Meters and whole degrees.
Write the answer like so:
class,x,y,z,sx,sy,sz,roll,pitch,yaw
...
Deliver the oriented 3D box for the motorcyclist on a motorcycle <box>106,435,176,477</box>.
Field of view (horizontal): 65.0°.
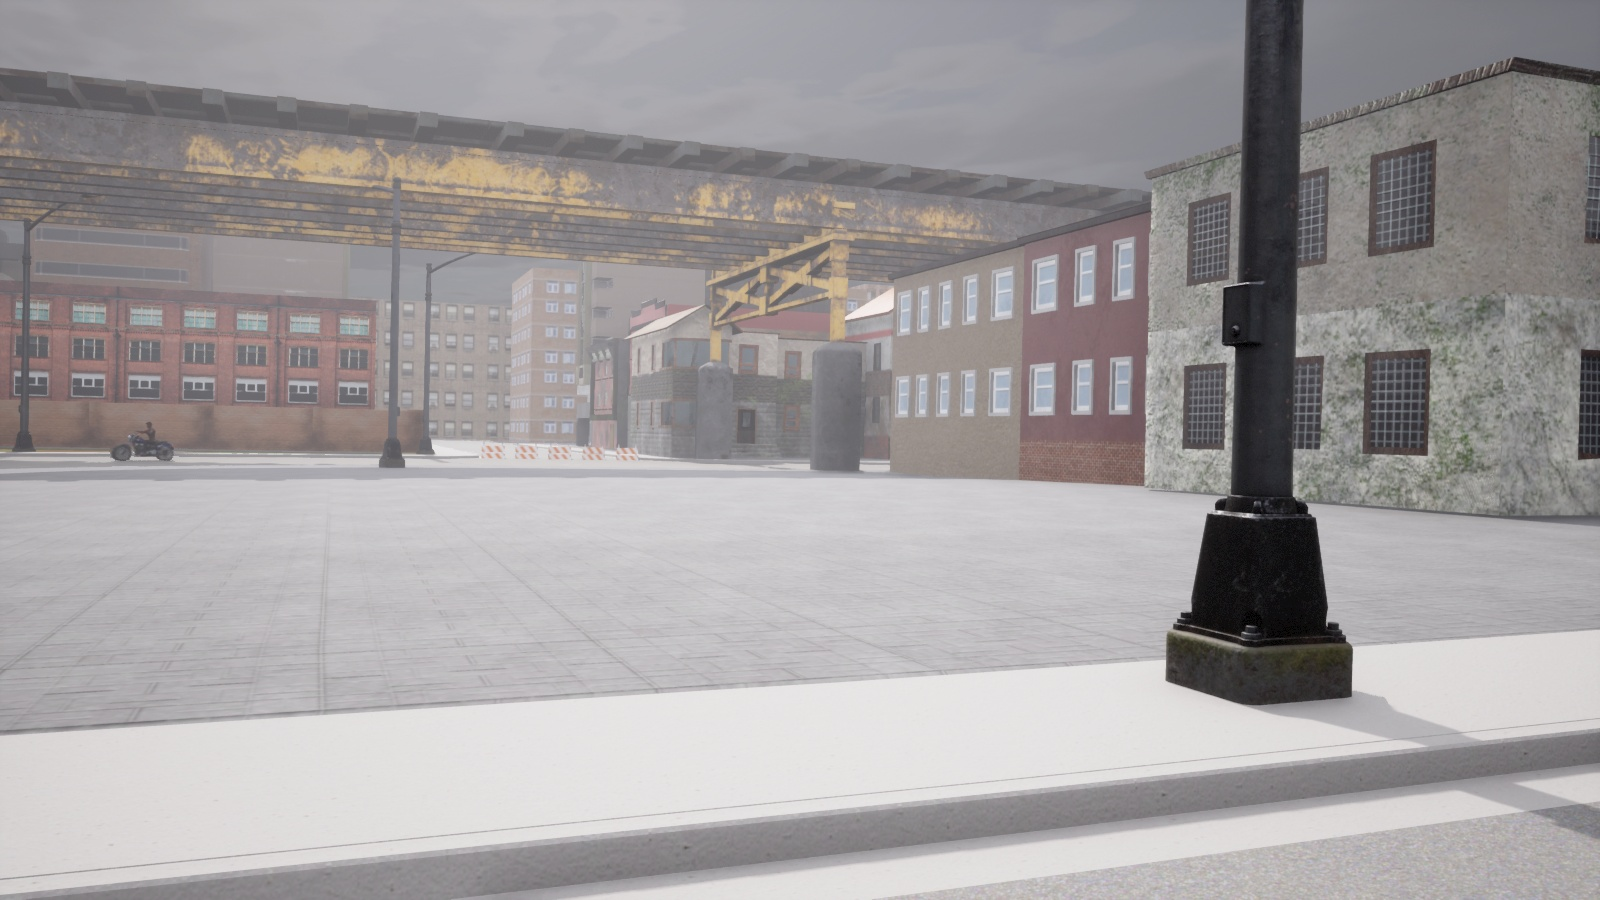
class,x,y,z,sx,sy,sz,roll,pitch,yaw
motorcyclist on a motorcycle,-26.434,0.233,50.381,0.766,1.649,2.350,1,1,42
